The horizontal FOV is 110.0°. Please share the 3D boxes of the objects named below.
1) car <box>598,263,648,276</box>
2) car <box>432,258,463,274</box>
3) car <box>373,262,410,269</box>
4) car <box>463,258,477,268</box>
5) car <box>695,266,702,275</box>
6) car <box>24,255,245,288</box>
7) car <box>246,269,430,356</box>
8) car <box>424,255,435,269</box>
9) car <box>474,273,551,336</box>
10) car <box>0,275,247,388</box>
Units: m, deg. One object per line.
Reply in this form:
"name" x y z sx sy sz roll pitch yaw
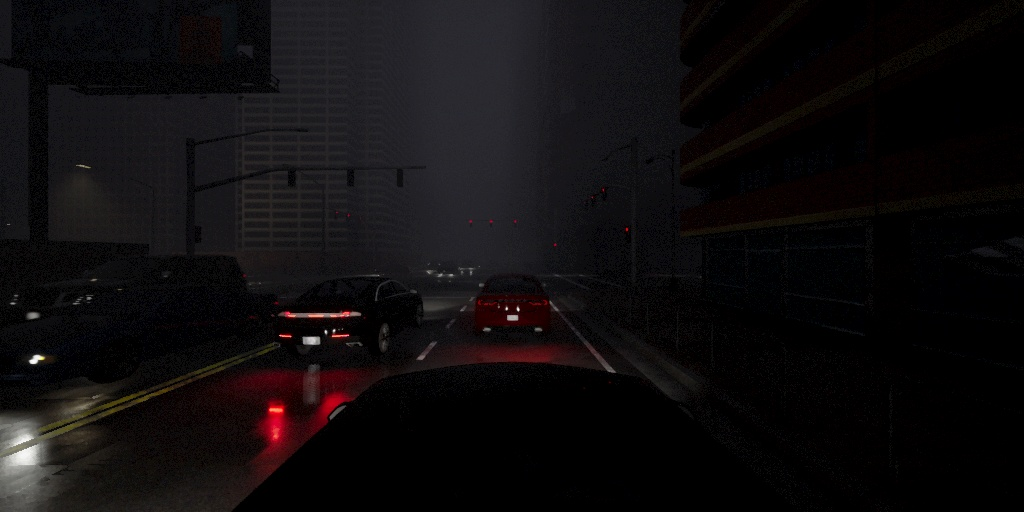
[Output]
"car" 11.322 1.351 36.790 4.718 1.301 1.895 0 0 2
"car" -7.398 1.297 41.747 2.033 1.411 5.357 0 0 0
"car" -13.232 1.315 39.260 1.994 1.385 4.181 0 0 32
"car" -7.521 1.253 60.872 1.837 1.490 4.892 0 0 0
"car" 21.448 1.228 36.741 5.008 1.535 1.882 0 0 0
"car" -10.665 0.971 10.733 2.150 2.045 5.566 0 0 0
"car" -3.477 1.242 8.592 2.128 1.511 4.902 0 0 -1
"car" -10.974 1.103 52.557 2.097 1.767 4.553 0 0 0
"car" 0.011 1.228 10.481 1.882 1.535 5.008 0 0 0
"car" -7.139 1.297 7.366 2.033 1.411 5.357 0 0 0
